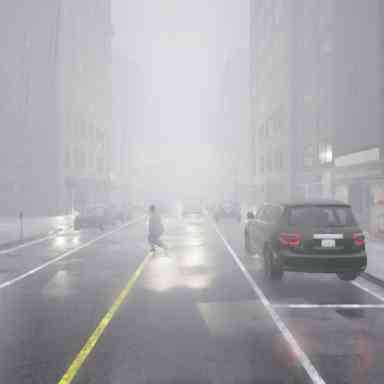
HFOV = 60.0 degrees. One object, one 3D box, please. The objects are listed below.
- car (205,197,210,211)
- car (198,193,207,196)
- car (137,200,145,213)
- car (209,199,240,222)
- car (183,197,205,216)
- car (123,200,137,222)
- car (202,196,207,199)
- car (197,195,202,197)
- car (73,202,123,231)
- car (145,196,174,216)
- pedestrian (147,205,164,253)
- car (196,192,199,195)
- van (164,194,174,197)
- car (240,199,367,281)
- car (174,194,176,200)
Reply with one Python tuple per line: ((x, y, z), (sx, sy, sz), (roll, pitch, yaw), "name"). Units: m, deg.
((2.657, 1.571, 37.330), (1.802, 1.307, 4.206), (0, 0, 0), "car")
((2.789, 1.430, 77.574), (1.967, 1.590, 4.097), (0, 0, 0), "car")
((-5.869, 1.540, 37.322), (2.008, 1.369, 4.403), (0, 0, 0), "car")
((2.660, 1.430, 26.141), (1.967, 1.590, 4.097), (0, 0, 0), "car")
((0.055, 1.515, 32.155), (1.812, 1.442, 4.674), (0, 0, 1), "car")
((-5.866, 1.535, 26.130), (1.887, 1.381, 4.507), (0, 0, 0), "car")
((2.655, 1.539, 42.924), (2.008, 1.369, 4.403), (0, 0, 0), "car")
((-0.010, 1.514, 42.149), (1.812, 1.442, 4.674), (0, 0, 0), "car")
((-5.864, 1.536, 20.534), (1.887, 1.381, 4.507), (0, 0, 0), "car")
((-3.101, 1.467, 32.460), (1.882, 1.535, 5.008), (0, 0, 0), "car")
((-1.322, 1.289, 12.087), (0.375, 1.860, 0.375), (0, 0, -15), "pedestrian")
((2.835, 1.431, 88.912), (1.967, 1.590, 4.097), (0, 0, 0), "car")
((-5.737, 1.331, 77.607), (1.690, 1.788, 3.998), (0, 0, 0), "van")
((2.997, 1.219, 9.993), (2.150, 2.045, 5.566), (0, 0, 0), "car")
((-5.714, 1.430, 83.275), (1.967, 1.590, 4.097), (0, 0, 0), "car")
